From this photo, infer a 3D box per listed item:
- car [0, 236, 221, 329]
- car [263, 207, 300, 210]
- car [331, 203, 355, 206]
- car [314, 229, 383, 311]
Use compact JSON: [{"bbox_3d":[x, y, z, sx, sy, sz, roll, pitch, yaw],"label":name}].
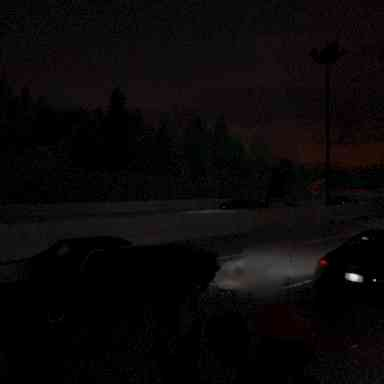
[{"bbox_3d":[-1.670,1.601,6.983,4.718,1.301,1.895,0,0,-36],"label":"car"},{"bbox_3d":[9.351,1.484,34.871,4.718,1.301,1.895,0,0,-44],"label":"car"},{"bbox_3d":[17.101,1.182,37.812,2.097,1.767,4.553,0,0,43],"label":"car"},{"bbox_3d":[4.549,1.524,7.332,4.181,1.385,1.994,0,0,-38],"label":"car"}]
